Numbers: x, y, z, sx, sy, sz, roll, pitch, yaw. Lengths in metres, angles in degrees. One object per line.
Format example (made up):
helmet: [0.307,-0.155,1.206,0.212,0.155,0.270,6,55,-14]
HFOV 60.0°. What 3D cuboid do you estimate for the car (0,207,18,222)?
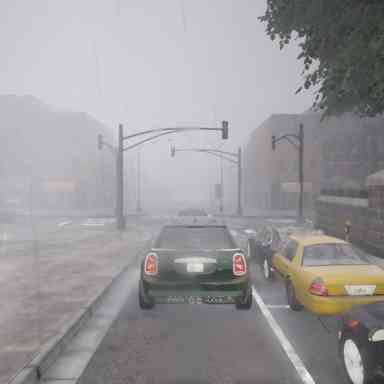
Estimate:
car: [-14.725,1.426,23.080,4.892,1.490,1.837,1,1,0]

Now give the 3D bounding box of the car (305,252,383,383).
car: [2.625,1.550,2.443,2.008,1.369,4.403,-1,0,0]

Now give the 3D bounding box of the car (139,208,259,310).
car: [0.077,1.350,7.986,2.097,1.767,4.553,0,0,0]

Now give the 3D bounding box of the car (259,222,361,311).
car: [2.685,1.523,7.605,1.752,1.417,4.829,-1,0,0]

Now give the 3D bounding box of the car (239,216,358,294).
car: [2.665,1.548,9.579,2.008,1.369,4.403,-1,0,0]

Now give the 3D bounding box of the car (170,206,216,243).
car: [0.036,1.555,17.420,2.033,1.411,5.357,0,0,0]
